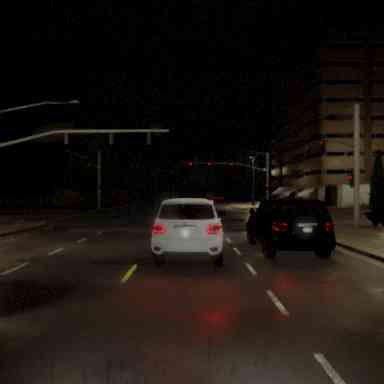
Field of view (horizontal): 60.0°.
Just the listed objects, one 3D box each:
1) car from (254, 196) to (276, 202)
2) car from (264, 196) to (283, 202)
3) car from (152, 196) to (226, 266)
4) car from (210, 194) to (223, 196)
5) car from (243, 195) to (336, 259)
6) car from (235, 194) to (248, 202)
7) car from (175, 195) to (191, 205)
[{"bbox_3d":[18.208,1.816,83.005,5.357,1.411,2.033,0,0,-34],"label":"car"},{"bbox_3d":[21.847,1.820,89.030,4.674,1.442,1.812,0,0,-22],"label":"car"},{"bbox_3d":[0.015,1.255,11.937,2.150,2.045,5.566,0,-1,4],"label":"car"},{"bbox_3d":[5.548,1.493,80.778,2.150,2.045,5.566,0,0,38],"label":"car"},{"bbox_3d":[3.566,1.264,12.904,2.150,2.045,5.566,0,0,0],"label":"car"},{"bbox_3d":[13.080,1.502,83.514,5.566,2.045,2.150,0,0,-41],"label":"car"},{"bbox_3d":[-1.798,1.574,66.807,2.097,1.767,4.553,0,0,15],"label":"car"}]
